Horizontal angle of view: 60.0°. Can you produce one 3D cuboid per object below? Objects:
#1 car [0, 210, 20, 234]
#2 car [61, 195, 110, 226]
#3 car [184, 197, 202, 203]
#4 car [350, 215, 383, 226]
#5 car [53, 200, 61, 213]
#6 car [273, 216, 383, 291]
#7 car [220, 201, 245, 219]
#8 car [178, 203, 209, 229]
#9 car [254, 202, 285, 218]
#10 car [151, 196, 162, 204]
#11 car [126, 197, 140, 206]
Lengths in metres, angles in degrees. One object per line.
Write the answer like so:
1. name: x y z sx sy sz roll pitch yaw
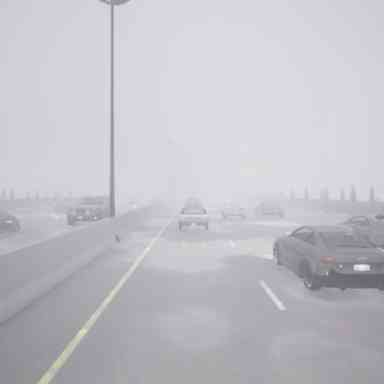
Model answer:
1. car: -10.603 1.583 16.924 1.994 1.385 4.181 0 0 0
2. car: -7.105 1.255 23.916 2.150 2.045 5.566 0 0 0
3. car: 0.089 1.427 40.543 2.097 1.767 4.553 0 0 0
4. car: 7.097 1.577 13.142 1.994 1.385 4.181 0 0 0
5. car: -14.095 1.420 37.974 2.097 1.767 4.553 0 0 0
6. car: 3.597 1.572 9.055 1.994 1.385 4.181 0 0 0
7. car: 3.579 1.573 29.901 1.812 1.442 4.674 0 0 0
8. car: 0.095 1.630 21.924 1.895 1.301 4.718 0 0 0
9. car: 7.092 1.597 30.831 2.033 1.411 5.357 0 0 0
10. car: -7.018 1.632 66.116 1.882 1.535 5.008 0 0 0
11. car: -10.545 1.633 59.574 1.837 1.490 4.892 0 0 1
